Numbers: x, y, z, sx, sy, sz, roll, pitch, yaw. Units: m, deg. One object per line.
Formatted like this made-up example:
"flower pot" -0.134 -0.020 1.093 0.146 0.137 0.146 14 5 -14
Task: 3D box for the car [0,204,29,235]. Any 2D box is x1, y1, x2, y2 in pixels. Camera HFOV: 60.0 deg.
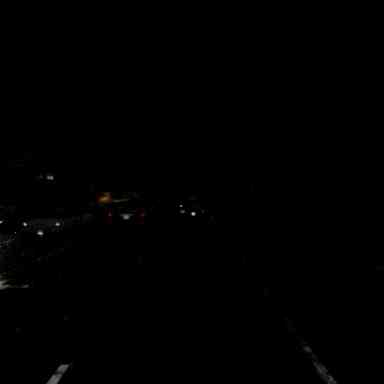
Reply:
"car" -9.853 1.404 17.948 1.812 1.442 4.674 0 0 0

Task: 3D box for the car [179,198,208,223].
"car" 0.095 1.402 23.796 1.994 1.385 4.181 0 0 0

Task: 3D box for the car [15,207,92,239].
"car" -6.605 1.488 16.717 1.895 1.301 4.718 0 0 0

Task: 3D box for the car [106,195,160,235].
"car" -3.153 1.230 18.062 2.097 1.767 4.553 0 0 0

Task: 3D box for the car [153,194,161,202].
"car" -6.557 1.141 58.366 2.033 1.411 5.357 0 0 1

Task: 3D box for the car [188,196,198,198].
"car" 0.091 1.247 40.594 1.812 1.442 4.674 0 0 0
